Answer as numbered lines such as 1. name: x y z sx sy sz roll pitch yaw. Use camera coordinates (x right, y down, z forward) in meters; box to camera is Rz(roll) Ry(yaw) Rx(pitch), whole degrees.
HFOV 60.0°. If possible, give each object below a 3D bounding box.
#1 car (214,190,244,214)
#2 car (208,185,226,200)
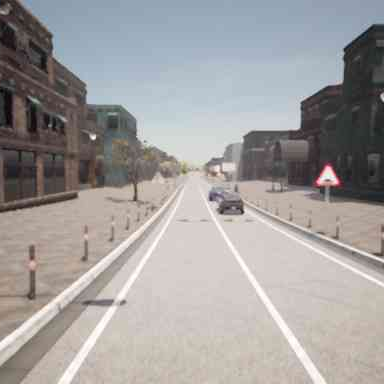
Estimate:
1. car: 3.074 0.863 26.979 1.837 1.490 4.892 0 2 0
2. car: 3.074 -0.019 39.925 2.097 1.767 4.553 0 4 1
